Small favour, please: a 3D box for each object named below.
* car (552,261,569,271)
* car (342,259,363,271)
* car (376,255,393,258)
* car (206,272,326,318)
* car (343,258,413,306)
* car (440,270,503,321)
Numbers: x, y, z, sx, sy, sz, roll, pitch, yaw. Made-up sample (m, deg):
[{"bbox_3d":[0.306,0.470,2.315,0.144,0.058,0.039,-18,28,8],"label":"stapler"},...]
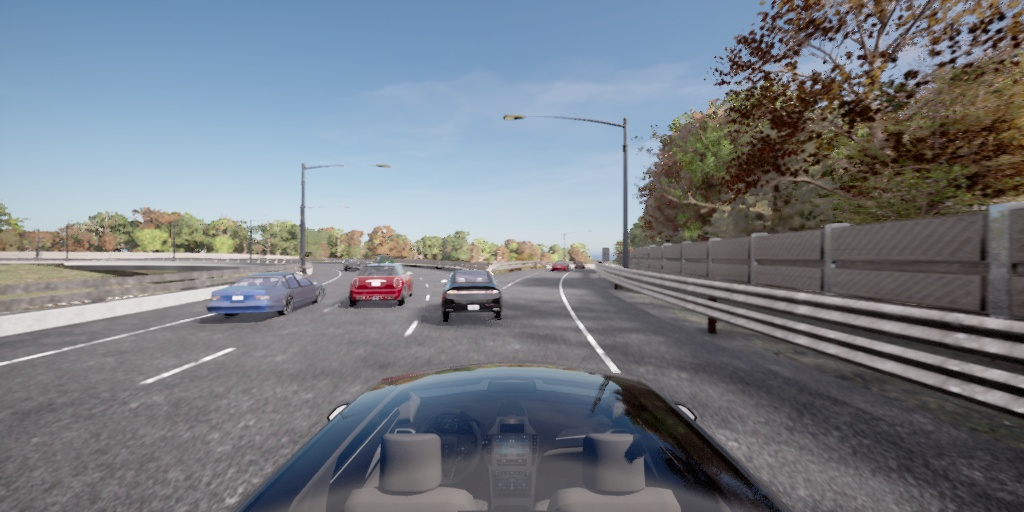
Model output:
[{"bbox_3d":[6.556,1.325,48.170,1.994,1.385,4.181,0,0,14],"label":"car"},{"bbox_3d":[-21.731,1.217,48.617,2.128,1.511,4.902,0,0,-30],"label":"car"},{"bbox_3d":[-16.911,0.952,47.220,2.150,2.045,5.566,0,0,-29],"label":"car"},{"bbox_3d":[-8.567,1.288,13.091,2.033,1.411,5.357,0,0,-10],"label":"car"},{"bbox_3d":[-5.610,1.096,15.891,2.097,1.767,4.553,0,0,-10],"label":"car"},{"bbox_3d":[-1.452,1.240,12.537,2.128,1.511,4.902,0,0,-9],"label":"car"}]
